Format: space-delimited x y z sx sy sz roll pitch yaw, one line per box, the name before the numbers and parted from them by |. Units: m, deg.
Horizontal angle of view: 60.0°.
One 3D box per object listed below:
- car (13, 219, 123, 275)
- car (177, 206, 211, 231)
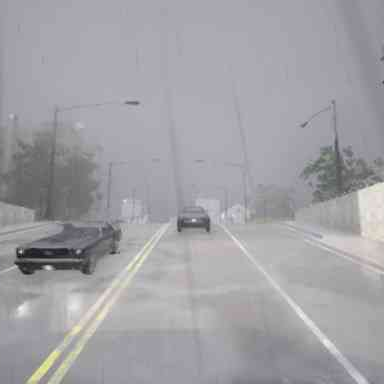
car | -3.588 1.593 10.536 1.895 1.301 4.718 0 0 0
car | 0.100 1.552 20.594 1.994 1.385 4.181 0 0 0
